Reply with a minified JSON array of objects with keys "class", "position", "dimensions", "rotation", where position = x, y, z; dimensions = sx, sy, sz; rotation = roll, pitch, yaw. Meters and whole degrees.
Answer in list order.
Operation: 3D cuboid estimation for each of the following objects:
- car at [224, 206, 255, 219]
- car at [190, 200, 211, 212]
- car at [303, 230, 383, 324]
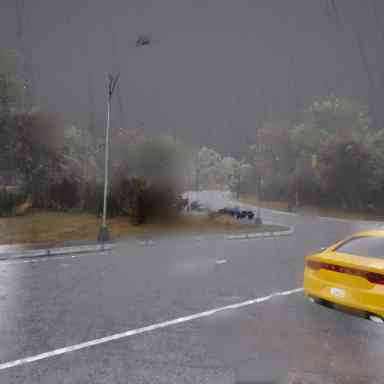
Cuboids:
[{"class":"car","position":[4.706,2.145,35.463],"dimensions":[1.895,1.301,4.718],"rotation":[3,-1,-22]},{"class":"car","position":[1.135,1.896,45.225],"dimensions":[1.837,1.490,4.892],"rotation":[2,1,-17]},{"class":"car","position":[4.431,1.544,6.915],"dimensions":[5.008,1.535,1.882],"rotation":[1,-1,-35]}]
